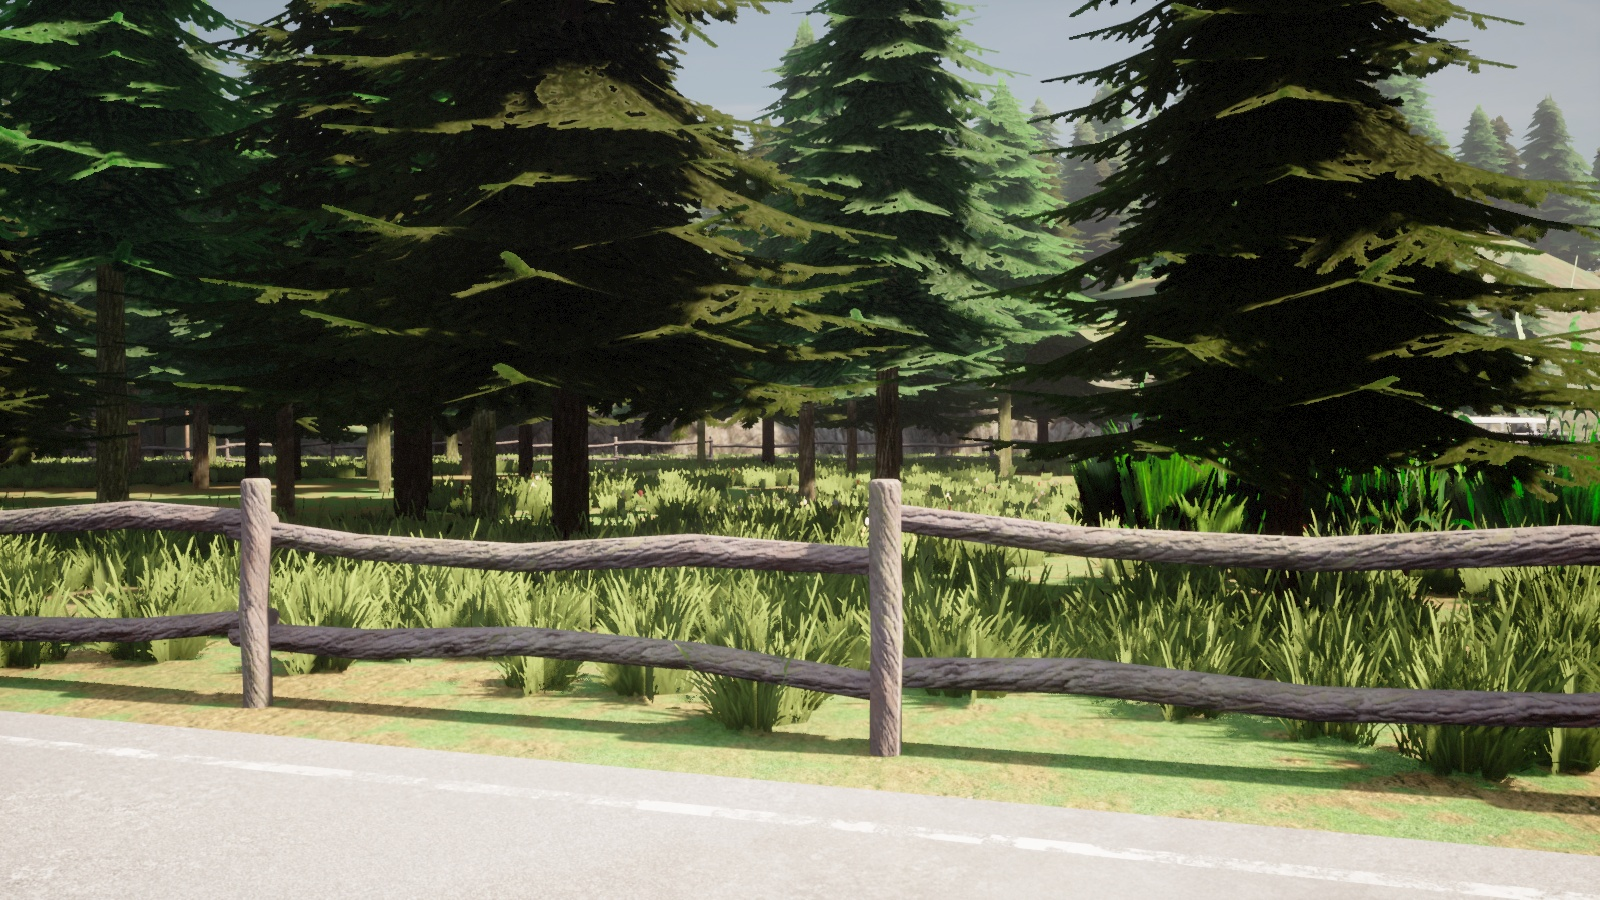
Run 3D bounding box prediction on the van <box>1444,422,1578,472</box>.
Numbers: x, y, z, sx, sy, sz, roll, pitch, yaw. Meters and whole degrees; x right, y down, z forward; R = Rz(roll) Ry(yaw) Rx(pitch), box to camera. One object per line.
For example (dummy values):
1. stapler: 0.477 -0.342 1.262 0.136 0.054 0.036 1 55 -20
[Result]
1. van: 30.007 -0.153 53.130 4.480 2.038 2.069 0 1 9
